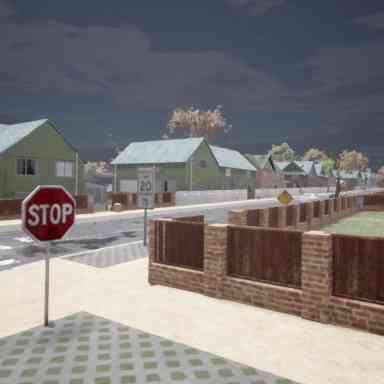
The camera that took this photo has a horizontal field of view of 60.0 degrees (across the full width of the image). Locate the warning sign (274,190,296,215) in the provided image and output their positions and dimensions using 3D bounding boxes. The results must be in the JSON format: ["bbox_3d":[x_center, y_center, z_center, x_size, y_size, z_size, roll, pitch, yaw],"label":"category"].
[{"bbox_3d":[7.128,0.760,25.405,1.300,1.860,1.060,1,0,35],"label":"warning sign"}]

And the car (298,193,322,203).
[{"bbox_3d":[14.024,0.823,39.402,1.812,1.442,4.674,2,2,35],"label":"car"}]

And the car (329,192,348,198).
[{"bbox_3d":[23.075,0.613,52.285,1.895,1.301,4.718,2,2,36],"label":"car"}]
